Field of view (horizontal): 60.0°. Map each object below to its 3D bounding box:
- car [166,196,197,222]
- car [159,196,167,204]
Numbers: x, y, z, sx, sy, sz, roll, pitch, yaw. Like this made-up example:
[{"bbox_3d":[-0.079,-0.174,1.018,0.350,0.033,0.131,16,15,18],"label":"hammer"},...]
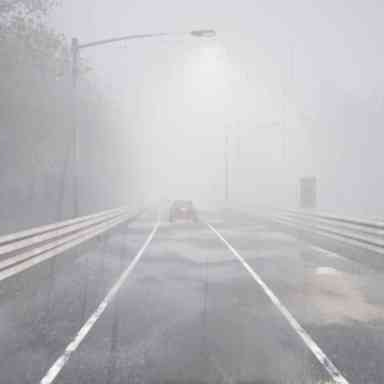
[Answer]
[{"bbox_3d":[-0.800,1.353,26.685,2.097,1.767,4.553,0,0,-4],"label":"car"},{"bbox_3d":[-4.882,1.507,61.168,1.837,1.490,4.892,0,0,-10],"label":"car"}]
